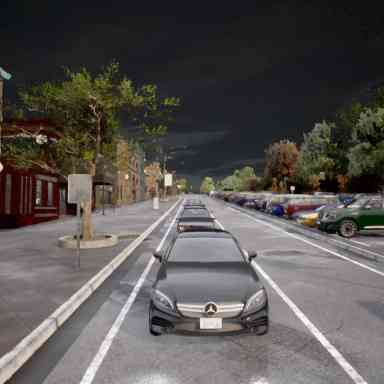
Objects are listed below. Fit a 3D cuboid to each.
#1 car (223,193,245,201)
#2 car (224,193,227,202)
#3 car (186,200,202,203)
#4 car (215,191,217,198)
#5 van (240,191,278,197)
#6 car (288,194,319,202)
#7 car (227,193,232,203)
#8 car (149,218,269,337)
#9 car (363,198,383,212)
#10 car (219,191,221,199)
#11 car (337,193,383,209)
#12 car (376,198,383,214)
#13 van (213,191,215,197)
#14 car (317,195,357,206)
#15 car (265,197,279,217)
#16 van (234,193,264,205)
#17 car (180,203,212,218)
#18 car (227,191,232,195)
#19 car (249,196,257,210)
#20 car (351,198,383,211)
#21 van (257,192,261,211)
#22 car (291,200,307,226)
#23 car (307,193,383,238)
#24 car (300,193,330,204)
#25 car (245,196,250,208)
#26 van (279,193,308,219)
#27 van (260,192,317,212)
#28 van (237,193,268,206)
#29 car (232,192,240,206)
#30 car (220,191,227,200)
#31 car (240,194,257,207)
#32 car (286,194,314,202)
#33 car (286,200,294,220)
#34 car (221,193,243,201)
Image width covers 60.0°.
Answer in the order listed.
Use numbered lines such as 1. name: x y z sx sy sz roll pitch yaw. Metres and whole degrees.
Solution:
1. car: 8.850 1.038 70.326 4.553 1.767 2.185 0 1 0
2. car: 8.941 1.278 61.918 4.674 1.452 2.002 0 1 0
3. car: 0.211 1.442 29.876 2.128 1.511 4.902 0 0 0
4. car: 8.793 1.063 81.539 5.008 1.535 2.097 0 1 0
5. van: 9.184 1.162 45.100 4.442 1.987 1.878 0 0 0
6. car: 21.814 1.207 65.214 5.366 1.575 1.946 0 1 0
7. car: 8.978 1.289 56.312 4.892 1.521 2.231 0 1 0
8. car: 0.251 1.524 6.849 1.812 1.442 4.674 0 0 0
9. car: 22.175 1.468 37.452 4.792 1.488 2.163 0 0 0
10. car: 8.873 0.937 67.522 5.566 2.045 2.435 0 1 0
11. car: 22.135 1.152 43.008 5.566 2.045 2.435 0 0 0
12. car: 22.409 1.443 34.682 5.366 1.575 1.946 0 0 0
13. van: 8.619 0.762 89.946 4.442 1.987 1.878 0 1 0
14. car: 22.288 1.331 51.339 5.366 1.575 1.946 0 1 0
15. car: 9.187 1.459 28.271 5.008 1.535 2.097 0 0 0
16. van: 9.122 1.087 53.507 4.442 1.987 1.878 0 1 0
17. car: 0.188 1.532 17.428 2.033 1.411 5.357 0 0 0
18. car: 8.995 1.138 59.114 4.553 1.767 2.185 0 1 0
19. car: 9.159 1.469 36.683 4.792 1.488 2.163 0 0 0
20. car: 22.212 1.451 40.236 4.792 1.488 2.163 0 0 0
21. van: 9.267 1.222 33.880 4.442 1.987 1.878 0 0 0
22. car: 9.069 1.466 19.860 5.366 1.575 1.946 0 0 0
23. car: 9.247 1.220 17.057 5.566 2.045 2.435 0 0 0
24. car: 22.071 1.134 59.665 4.553 1.767 2.185 0 1 0
25. car: 9.106 1.465 39.490 4.674 1.452 2.002 0 0 0
26. van: 9.330 1.237 25.468 4.442 1.987 1.878 0 0 0
27. van: 9.055 1.230 31.077 4.442 1.987 1.878 0 0 0
28. van: 9.143 1.112 50.704 4.442 1.987 1.878 0 1 0
29. car: 9.019 1.112 47.899 5.566 2.045 2.435 0 1 0
30. car: 8.894 0.962 64.719 5.566 2.045 2.435 0 1 0
31. car: 9.095 1.408 42.293 4.892 1.521 2.231 0 0 0
32. car: 21.984 1.187 67.992 4.892 1.521 2.231 0 1 0
33. car: 9.236 1.506 22.664 4.674 1.452 2.002 0 0 0
34. car: 8.829 1.013 73.129 4.553 1.767 2.185 0 1 0
